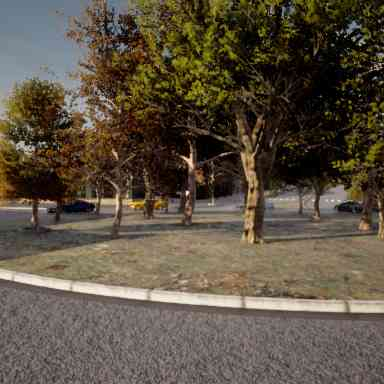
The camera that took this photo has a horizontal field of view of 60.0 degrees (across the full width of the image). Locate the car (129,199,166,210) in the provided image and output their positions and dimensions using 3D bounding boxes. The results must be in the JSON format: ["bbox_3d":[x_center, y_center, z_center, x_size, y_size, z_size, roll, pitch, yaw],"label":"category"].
[{"bbox_3d":[-5.803,1.607,44.106,5.008,1.535,1.882,1,0,-22],"label":"car"}]

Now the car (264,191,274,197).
[{"bbox_3d":[16.715,0.540,75.743,1.946,1.575,5.366,0,3,27],"label":"car"}]

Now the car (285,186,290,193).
[{"bbox_3d":[24.339,-0.594,90.737,2.435,2.045,5.566,0,3,27],"label":"car"}]

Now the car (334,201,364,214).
[{"bbox_3d":[18.544,1.784,38.562,1.837,1.490,4.892,0,0,-14],"label":"car"}]

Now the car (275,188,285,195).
[{"bbox_3d":[21.716,-0.042,85.577,1.946,1.575,5.366,0,3,27],"label":"car"}]

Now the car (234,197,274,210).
[{"bbox_3d":[8.556,1.770,45.853,5.357,1.411,2.033,1,1,14],"label":"car"}]

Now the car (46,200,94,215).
[{"bbox_3d":[-12.473,1.511,34.146,1.882,1.535,5.008,0,-1,34],"label":"car"}]
